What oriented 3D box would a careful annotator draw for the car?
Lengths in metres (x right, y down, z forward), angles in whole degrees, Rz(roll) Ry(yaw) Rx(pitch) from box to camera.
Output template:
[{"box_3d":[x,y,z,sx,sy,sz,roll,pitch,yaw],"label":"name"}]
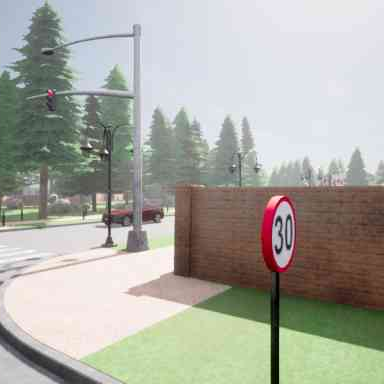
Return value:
[{"box_3d":[-4.012,1.464,23.168,1.882,1.535,5.008,0,0,35],"label":"car"}]
